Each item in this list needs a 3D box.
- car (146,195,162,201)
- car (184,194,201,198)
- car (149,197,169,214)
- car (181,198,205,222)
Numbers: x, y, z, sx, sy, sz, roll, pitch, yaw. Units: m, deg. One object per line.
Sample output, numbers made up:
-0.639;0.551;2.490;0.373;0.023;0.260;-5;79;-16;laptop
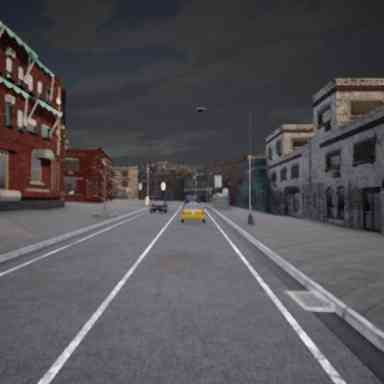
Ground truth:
-8.909;1.358;77.831;1.895;1.301;4.718;1;0;-29;car
0.013;1.332;46.120;2.150;2.045;5.566;0;0;0;car
-3.593;1.635;37.119;2.033;1.411;5.357;0;0;0;car
0.093;1.519;26.516;1.801;1.575;5.366;0;0;0;car
